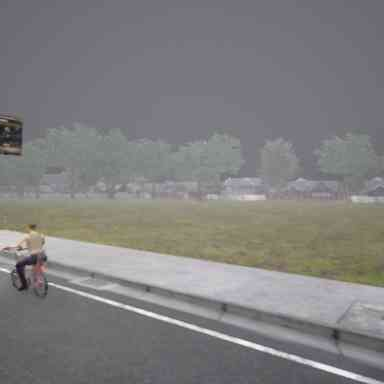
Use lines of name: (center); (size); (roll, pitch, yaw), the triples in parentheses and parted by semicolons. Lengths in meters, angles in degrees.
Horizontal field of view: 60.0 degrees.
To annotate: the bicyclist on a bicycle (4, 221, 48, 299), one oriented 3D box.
bicyclist on a bicycle: (-3.562, 1.434, 7.275); (1.509, 1.612, 0.866); (0, 0, 37)
